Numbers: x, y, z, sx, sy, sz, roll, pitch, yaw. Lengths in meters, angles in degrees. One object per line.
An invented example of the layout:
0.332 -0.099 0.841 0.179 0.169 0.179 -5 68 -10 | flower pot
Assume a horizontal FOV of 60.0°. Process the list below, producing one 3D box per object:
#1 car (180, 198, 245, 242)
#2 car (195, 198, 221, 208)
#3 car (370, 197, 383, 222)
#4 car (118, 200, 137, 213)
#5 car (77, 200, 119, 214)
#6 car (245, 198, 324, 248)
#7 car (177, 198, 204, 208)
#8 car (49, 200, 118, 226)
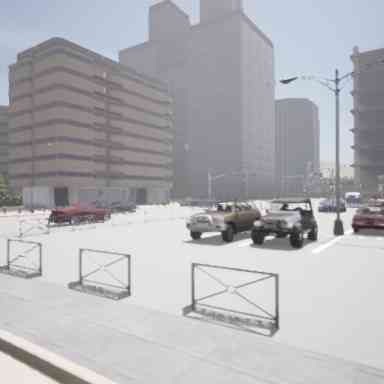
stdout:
1.692 1.225 15.889 1.932 1.855 4.605 -1 0 34 | car
2.703 1.779 55.198 2.128 1.511 4.902 -1 0 34 | car
16.080 1.420 27.185 1.970 1.475 3.806 -1 0 34 | car
-8.462 1.774 38.712 1.837 1.490 4.892 -1 0 34 | car
-11.398 1.806 40.618 1.837 1.490 4.892 -1 0 34 | car
4.060 1.201 14.225 1.905 1.878 3.866 -1 0 34 | car
-0.204 1.811 57.147 2.128 1.511 4.902 -1 0 34 | car
-8.498 1.679 25.864 1.882 1.535 5.008 -1 0 35 | car
